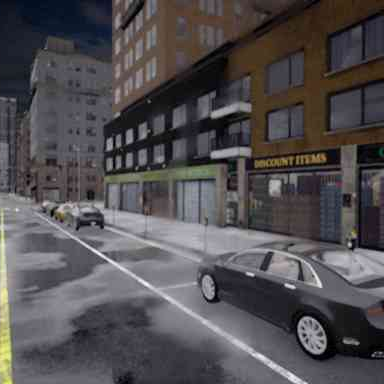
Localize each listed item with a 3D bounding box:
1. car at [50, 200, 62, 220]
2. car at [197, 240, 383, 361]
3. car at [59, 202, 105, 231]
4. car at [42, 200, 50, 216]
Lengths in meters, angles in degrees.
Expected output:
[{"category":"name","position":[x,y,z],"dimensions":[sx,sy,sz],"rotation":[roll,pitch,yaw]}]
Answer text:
[{"category":"car","position":[-9.460,1.489,25.500],"dimensions":[1.752,1.417,4.829],"rotation":[-1,0,-30]},{"category":"car","position":[1.681,1.545,5.937],"dimensions":[2.008,1.369,4.403],"rotation":[-1,0,-30]},{"category":"car","position":[-6.611,1.523,20.499],"dimensions":[2.008,1.369,4.403],"rotation":[-1,0,-30]},{"category":"car","position":[-12.140,1.521,30.207],"dimensions":[1.947,1.339,4.313],"rotation":[-1,0,-30]}]
